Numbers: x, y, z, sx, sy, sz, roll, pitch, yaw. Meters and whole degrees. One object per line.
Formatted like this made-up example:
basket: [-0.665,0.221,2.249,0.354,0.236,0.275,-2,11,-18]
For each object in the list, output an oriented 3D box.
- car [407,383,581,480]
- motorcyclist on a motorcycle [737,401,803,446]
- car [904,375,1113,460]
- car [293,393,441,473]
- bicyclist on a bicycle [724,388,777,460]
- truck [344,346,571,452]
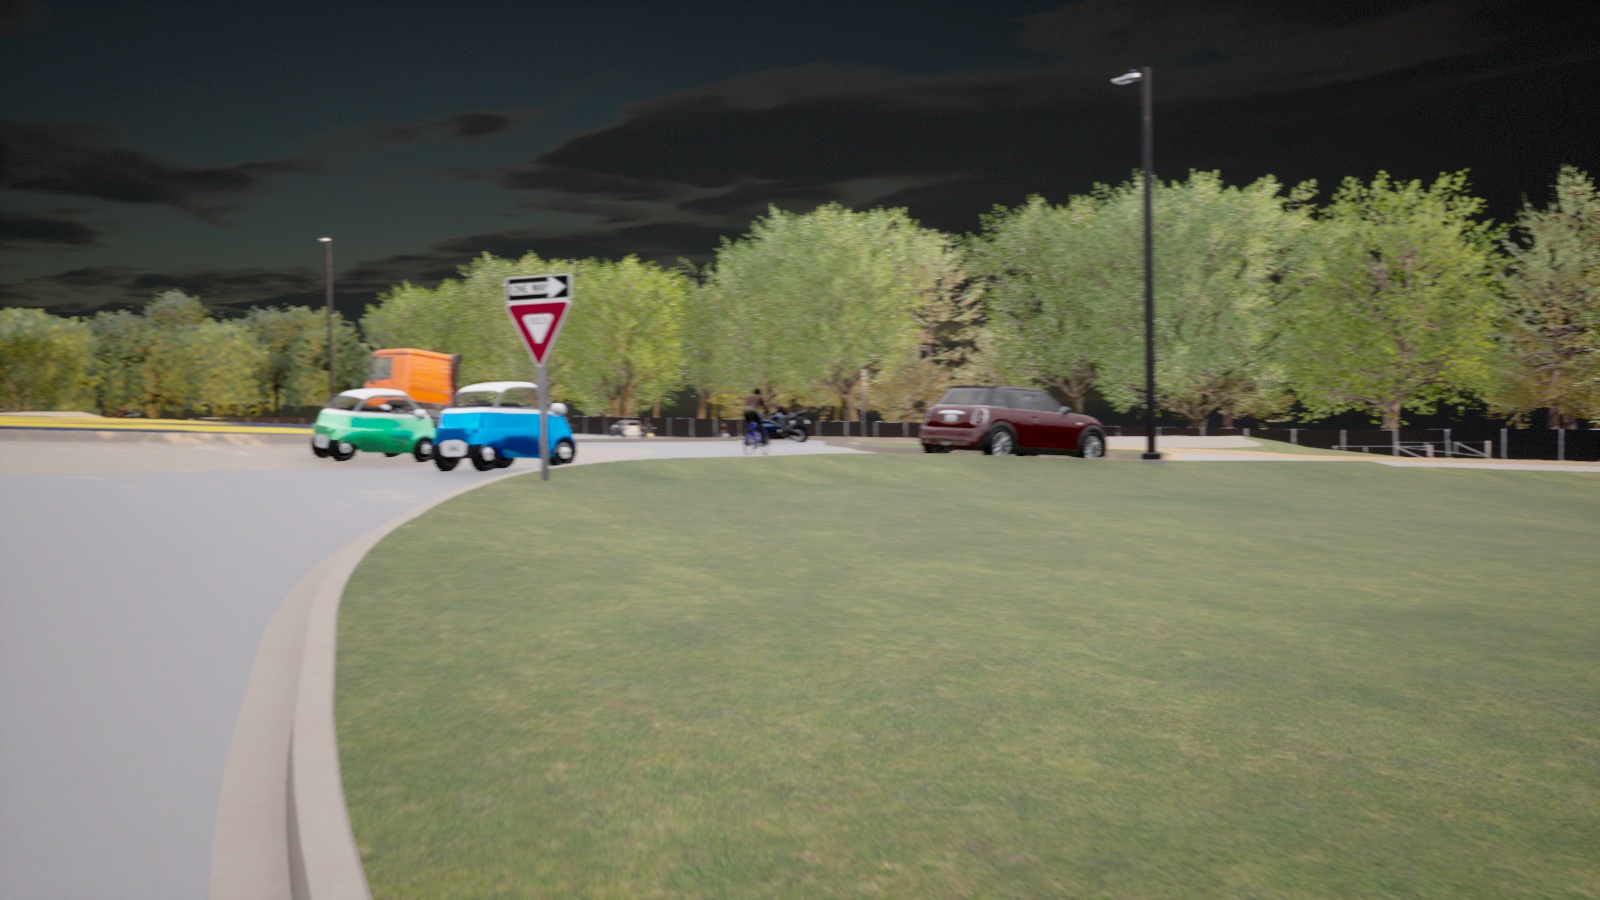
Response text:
car: [-4.693,-0.288,19.466,1.481,1.376,2.207,-2,0,28]
motorcyclist on a motorcycle: [-1.065,-0.949,45.384,2.191,1.530,0.866,-2,2,13]
car: [4.757,-0.701,28.343,4.553,1.767,2.097,0,2,-39]
car: [-8.286,-0.342,24.075,1.481,1.376,2.207,6,5,42]
bicyclist on a bicycle: [-1.161,-0.624,29.790,0.582,1.620,1.656,-4,0,19]
truck: [-12.460,-1.733,45.529,7.936,3.462,2.891,0,-3,27]
